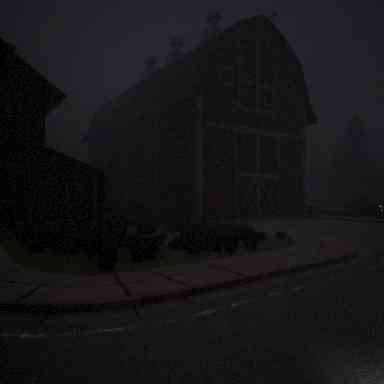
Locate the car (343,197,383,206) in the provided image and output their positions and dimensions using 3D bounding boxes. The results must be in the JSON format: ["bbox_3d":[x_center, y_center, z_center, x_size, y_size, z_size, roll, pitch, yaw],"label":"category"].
[{"bbox_3d":[18.317,1.363,35.154,2.097,1.767,4.553,0,0,-34],"label":"car"}]
